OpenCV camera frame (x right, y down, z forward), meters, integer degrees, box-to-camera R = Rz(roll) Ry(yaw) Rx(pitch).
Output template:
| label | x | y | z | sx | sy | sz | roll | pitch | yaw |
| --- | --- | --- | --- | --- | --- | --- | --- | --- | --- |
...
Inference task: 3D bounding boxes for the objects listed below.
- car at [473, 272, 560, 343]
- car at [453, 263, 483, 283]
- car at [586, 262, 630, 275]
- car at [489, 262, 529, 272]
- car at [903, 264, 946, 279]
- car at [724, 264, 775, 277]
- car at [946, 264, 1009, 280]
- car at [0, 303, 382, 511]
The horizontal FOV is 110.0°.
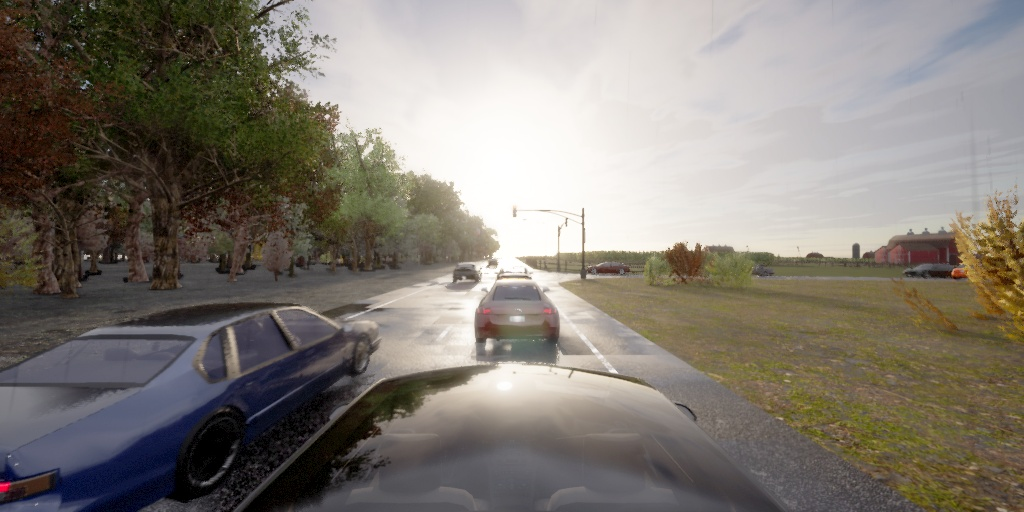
| label | x | y | z | sx | sy | sz | roll | pitch | yaw |
| --- | --- | --- | --- | --- | --- | --- | --- | --- | --- |
| car | 0.100 | 1.316 | 9.675 | 1.994 | 1.385 | 4.181 | 0 | 0 | 0 |
| car | -3.410 | 1.261 | 27.841 | 1.837 | 1.490 | 4.892 | 0 | 0 | 0 |
| car | 11.038 | 1.413 | 41.420 | 5.008 | 1.535 | 1.882 | 0 | -1 | 7 |
| car | 0.094 | 1.245 | 18.573 | 2.128 | 1.511 | 4.902 | 0 | 0 | 0 |
| car | 47.493 | 1.676 | 40.773 | 4.553 | 1.767 | 2.097 | 0 | -1 | 1 |
| car | 26.804 | 1.647 | 40.900 | 5.357 | 1.411 | 2.033 | 1 | -1 | 0 |
| car | 48.889 | 1.633 | 37.213 | 4.553 | 1.767 | 2.097 | 1 | -1 | 0 |
| car | -3.400 | 1.298 | 4.370 | 2.033 | 1.411 | 5.357 | 0 | 0 | 0 |
